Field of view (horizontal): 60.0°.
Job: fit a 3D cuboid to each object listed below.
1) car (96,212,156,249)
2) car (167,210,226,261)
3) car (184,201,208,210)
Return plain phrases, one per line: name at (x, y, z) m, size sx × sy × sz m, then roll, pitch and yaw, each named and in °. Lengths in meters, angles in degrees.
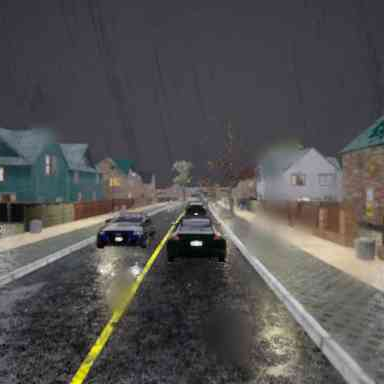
car at (-2.717, 1.586, 14.467) m, size 1.994 × 1.385 × 4.181 m, roll 0°, pitch 0°, yaw 1°
car at (0.157, 1.581, 12.384) m, size 1.994 × 1.385 × 4.181 m, roll 0°, pitch 0°, yaw 0°
car at (0.391, 1.590, 29.848) m, size 1.837 × 1.490 × 4.892 m, roll 0°, pitch 0°, yaw 1°
